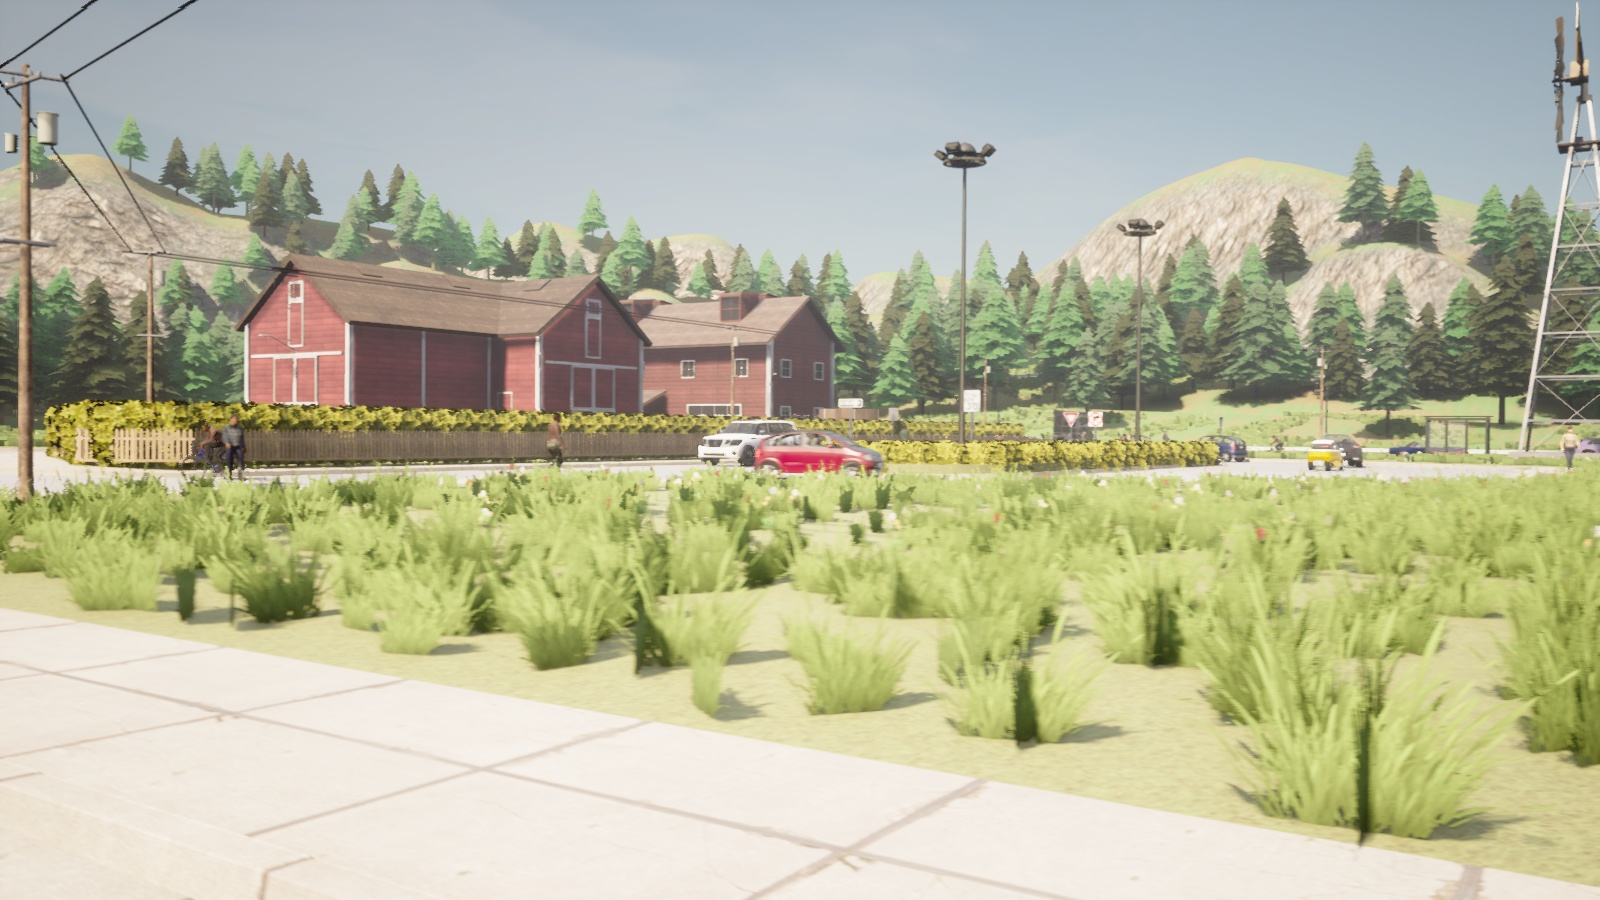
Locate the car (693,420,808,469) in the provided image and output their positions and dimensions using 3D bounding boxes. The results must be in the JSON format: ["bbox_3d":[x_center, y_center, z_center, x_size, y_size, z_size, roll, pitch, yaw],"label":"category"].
[{"bbox_3d":[-2.092,-0.285,55.158,2.150,2.045,5.566,0,1,34],"label":"car"}]

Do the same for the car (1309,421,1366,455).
[{"bbox_3d":[27.209,-0.607,63.700,2.152,1.651,5.027,0,1,18],"label":"car"}]

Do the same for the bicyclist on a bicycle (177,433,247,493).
[{"bbox_3d":[-16.358,0.354,34.942,1.656,1.620,0.582,-1,-1,-36],"label":"bicyclist on a bicycle"}]

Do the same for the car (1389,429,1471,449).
[{"bbox_3d":[42.274,-0.703,84.270,4.718,1.301,1.895,0,1,34],"label":"car"}]

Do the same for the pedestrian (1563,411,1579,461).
[{"bbox_3d":[28.630,-0.506,46.640,0.345,1.836,0.594,0,1,13],"label":"pedestrian"}]

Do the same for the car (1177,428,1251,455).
[{"bbox_3d":[24.080,-0.507,73.092,1.789,1.549,3.705,-1,1,-42],"label":"car"}]

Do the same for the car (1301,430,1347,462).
[{"bbox_3d":[23.384,-0.191,56.005,1.481,1.376,2.207,0,1,33],"label":"car"}]

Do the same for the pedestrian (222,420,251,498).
[{"bbox_3d":[-14.206,0.218,31.638,0.423,1.949,0.788,-1,1,-42],"label":"pedestrian"}]

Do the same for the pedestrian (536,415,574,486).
[{"bbox_3d":[-6.256,0.005,32.110,0.869,1.805,0.328,-1,1,-39],"label":"pedestrian"}]

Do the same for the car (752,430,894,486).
[{"bbox_3d":[0.667,0.207,36.344,3.705,1.549,1.789,0,1,21],"label":"car"}]

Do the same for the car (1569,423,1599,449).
[{"bbox_3d":[50.927,-0.874,78.455,4.856,1.649,2.033,0,1,34],"label":"car"}]
